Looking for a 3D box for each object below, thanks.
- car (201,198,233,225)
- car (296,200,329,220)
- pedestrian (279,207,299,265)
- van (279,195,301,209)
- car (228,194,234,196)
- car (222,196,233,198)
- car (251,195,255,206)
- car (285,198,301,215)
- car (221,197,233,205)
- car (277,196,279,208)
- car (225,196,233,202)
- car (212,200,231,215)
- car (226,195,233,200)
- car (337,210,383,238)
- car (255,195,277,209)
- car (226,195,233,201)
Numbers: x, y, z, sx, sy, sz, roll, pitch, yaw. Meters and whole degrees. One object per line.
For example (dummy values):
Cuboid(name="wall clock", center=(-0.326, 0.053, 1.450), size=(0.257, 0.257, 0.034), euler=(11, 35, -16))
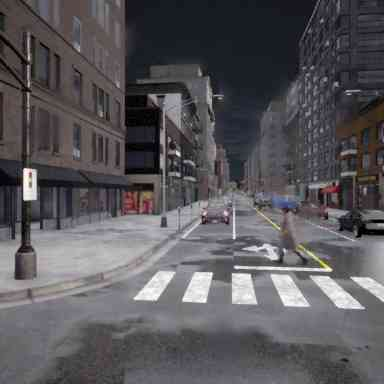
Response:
Cuboid(name="car", center=(1.766, 1.438, 23.944), size=(1.967, 1.590, 4.097), euler=(0, 0, 7))
Cuboid(name="car", center=(10.418, 1.595, 28.407), size=(1.802, 1.307, 4.206), euler=(0, 0, 7))
Cuboid(name="pedestrian", center=(2.968, 1.295, 10.213), size=(0.375, 1.860, 0.375), euler=(0, 0, 7))
Cuboid(name="van", center=(11.799, 1.362, 39.341), size=(1.690, 1.788, 3.998), euler=(0, 0, 7))
Cuboid(name="car", center=(5.217, 1.458, 51.281), size=(1.967, 1.590, 4.097), euler=(0, 0, 7))
Cuboid(name="car", center=(3.837, 1.557, 40.346), size=(2.008, 1.369, 4.403), euler=(0, 0, 7))
Cuboid(name="car", center=(11.131, 1.635, 55.101), size=(1.895, 1.301, 4.718), euler=(0, 0, 7))
Cuboid(name="car", center=(11.108, 1.582, 33.874), size=(1.947, 1.339, 4.313), euler=(0, 0, 7))
Cuboid(name="car", center=(6.598, 1.584, 62.216), size=(2.008, 1.369, 4.403), euler=(0, 0, 7))
Cuboid(name="car", center=(12.489, 1.577, 44.808), size=(2.008, 1.369, 4.403), euler=(0, 0, 7))
Cuboid(name="car", center=(8.670, 1.639, 78.618), size=(1.802, 1.307, 4.206), euler=(0, 0, 7))
Cuboid(name="car", center=(3.146, 1.584, 34.879), size=(1.802, 1.307, 4.206), euler=(0, 0, 7))
Cuboid(name="car", center=(10.741, 1.644, 95.021), size=(1.947, 1.339, 4.313), euler=(0, 0, 7))
Cuboid(name="car", center=(9.037, 1.577, 17.471), size=(1.947, 1.339, 4.313), euler=(0, 0, 7))
Cuboid(name="car", center=(9.872, 1.526, 44.734), size=(1.837, 1.490, 4.892), euler=(0, 0, 8))
Cuboid(name="car", center=(10.051, 1.616, 89.554), size=(1.887, 1.381, 4.507), euler=(0, 0, 7))
